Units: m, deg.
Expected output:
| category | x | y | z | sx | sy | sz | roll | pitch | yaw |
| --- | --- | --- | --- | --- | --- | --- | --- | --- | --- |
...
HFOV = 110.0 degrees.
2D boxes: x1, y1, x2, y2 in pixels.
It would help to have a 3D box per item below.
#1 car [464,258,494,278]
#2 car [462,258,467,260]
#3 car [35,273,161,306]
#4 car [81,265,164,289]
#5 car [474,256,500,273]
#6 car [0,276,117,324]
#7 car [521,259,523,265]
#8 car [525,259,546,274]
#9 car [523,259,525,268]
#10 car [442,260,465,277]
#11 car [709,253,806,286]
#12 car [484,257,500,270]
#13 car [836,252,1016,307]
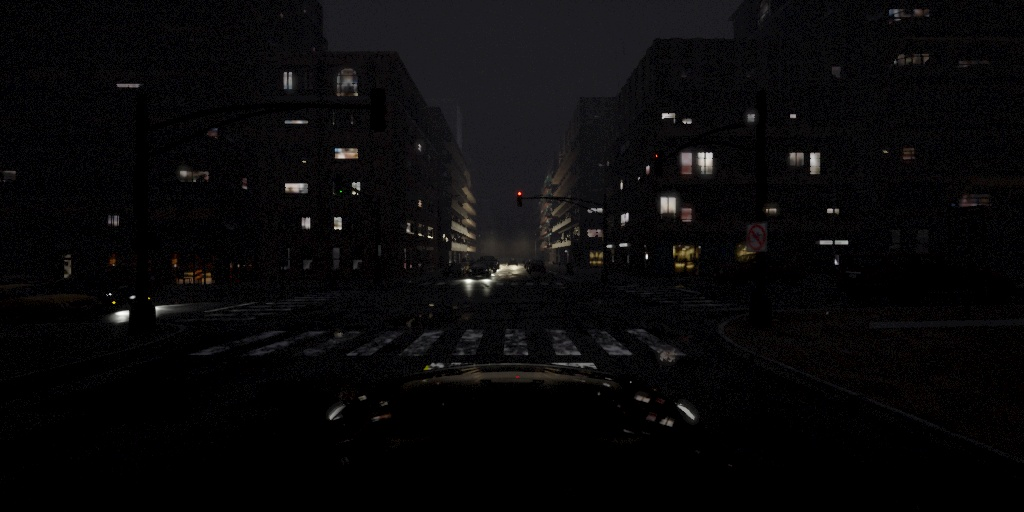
| category | x | y | z | sx | sy | sz | roll | pitch | yaw |
| --- | --- | --- | --- | --- | --- | --- | --- | --- | --- |
| car | -3.022 | 1.233 | 34.083 | 1.882 | 1.535 | 5.008 | 0 | 0 | 0 |
| car | -5.594 | 1.283 | 40.612 | 1.751 | 1.417 | 4.829 | 0 | 0 | 0 |
| car | -18.288 | 1.627 | 15.388 | 4.181 | 1.385 | 1.994 | -1 | 0 | 0 |
| car | -23.551 | 1.462 | 21.114 | 5.009 | 1.841 | 2.192 | 0 | 0 | 0 |
| car | -2.995 | 0.981 | 44.065 | 2.150 | 2.045 | 5.566 | 0 | 0 | 0 |
| car | -17.603 | 1.585 | 12.803 | 4.829 | 1.417 | 1.751 | 0 | 0 | 0 |
| car | 2.829 | 1.348 | 57.811 | 1.802 | 1.307 | 4.207 | 0 | 0 | 0 |
| car | 2.786 | 1.198 | 40.763 | 1.967 | 1.591 | 4.097 | 0 | 0 | 0 |
| car | 2.801 | 1.200 | 46.446 | 1.967 | 1.591 | 4.097 | 0 | 0 | 0 |
| car | -5.608 | 1.322 | 35.099 | 1.948 | 1.339 | 4.313 | 0 | 0 | 0 |
| car | 14.624 | 0.759 | 21.385 | 5.009 | 1.841 | 2.192 | 0 | 0 | 0 |
| car | -2.955 | 1.116 | 54.397 | 2.097 | 1.767 | 4.553 | 0 | 0 | 0 |
| car | 14.738 | 0.775 | 13.006 | 5.009 | 1.841 | 2.192 | 0 | 0 | 0 |
